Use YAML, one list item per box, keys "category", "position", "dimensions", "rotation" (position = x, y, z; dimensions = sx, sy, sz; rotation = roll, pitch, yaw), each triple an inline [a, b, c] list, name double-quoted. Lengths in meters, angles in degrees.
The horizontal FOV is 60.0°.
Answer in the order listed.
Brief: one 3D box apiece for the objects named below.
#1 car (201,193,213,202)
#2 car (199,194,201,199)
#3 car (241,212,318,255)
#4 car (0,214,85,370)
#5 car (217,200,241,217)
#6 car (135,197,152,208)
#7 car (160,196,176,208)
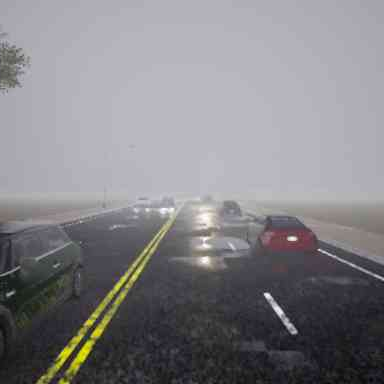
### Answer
- category: "car"
  position: [3.261, 1.342, 66.674]
  dimensions: [1.812, 1.442, 4.674]
  rotation: [0, 0, 0]
- category: "car"
  position: [3.263, 1.215, 77.673]
  dimensions: [2.033, 1.649, 4.856]
  rotation: [0, 0, 0]
- category: "car"
  position: [3.353, 1.531, 13.109]
  dimensions: [1.994, 1.385, 4.181]
  rotation: [0, 0, 0]
- category: "car"
  position: [-3.349, 1.339, 5.255]
  dimensions: [2.097, 1.767, 4.553]
  rotation: [0, 0, 0]
- category: "car"
  position: [3.342, 1.446, 30.110]
  dimensions: [1.812, 1.442, 4.674]
  rotation: [0, 0, 0]
- category: "car"
  position: [-6.575, 1.403, 45.382]
  dimensions: [1.812, 1.442, 4.674]
  rotation: [0, 0, 0]
- category: "car"
  position: [-3.325, 1.364, 46.639]
  dimensions: [2.128, 1.511, 4.902]
  rotation: [0, 0, 0]
